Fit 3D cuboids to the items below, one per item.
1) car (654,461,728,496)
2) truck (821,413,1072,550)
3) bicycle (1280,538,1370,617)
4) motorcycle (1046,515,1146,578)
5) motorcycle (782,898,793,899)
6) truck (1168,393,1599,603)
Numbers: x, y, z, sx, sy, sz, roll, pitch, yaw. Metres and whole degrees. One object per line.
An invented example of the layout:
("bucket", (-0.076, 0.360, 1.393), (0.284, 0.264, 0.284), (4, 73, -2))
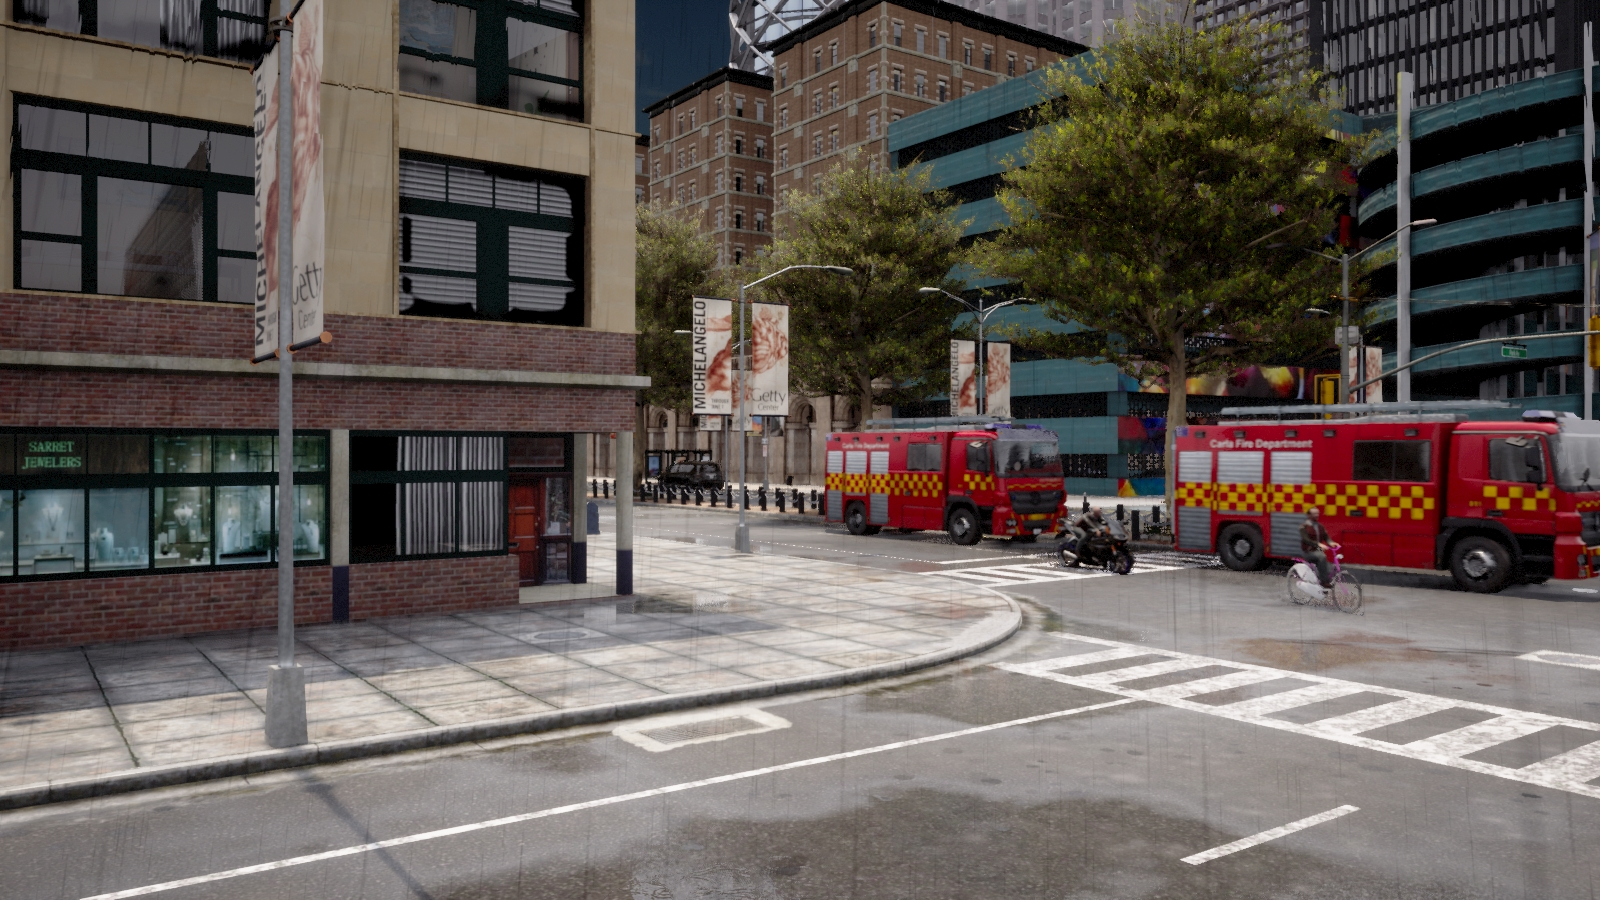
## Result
("car", (-6.913, 1.765, 72.017), (2.150, 2.045, 5.566), (0, 0, -35))
("truck", (4.347, 0.881, 36.115), (2.891, 3.827, 8.468), (0, 0, -35))
("bicycle", (9.168, 2.203, 20.018), (0.329, 1.171, 1.835), (0, 0, -15))
("motorcycle", (6.793, 2.197, 26.342), (0.867, 1.251, 2.209), (0, 0, -33))
("motorcycle", (-0.644, 2.212, 3.272), (2.033, 1.145, 0.803), (0, 0, -35))
("truck", (12.650, 0.880, 25.095), (2.891, 3.827, 8.468), (0, 0, -39))
